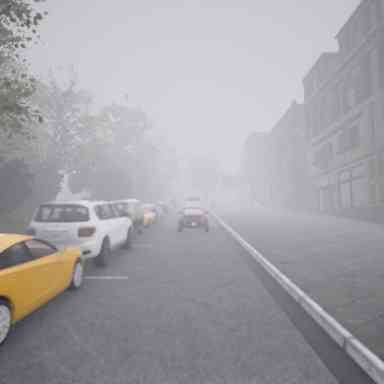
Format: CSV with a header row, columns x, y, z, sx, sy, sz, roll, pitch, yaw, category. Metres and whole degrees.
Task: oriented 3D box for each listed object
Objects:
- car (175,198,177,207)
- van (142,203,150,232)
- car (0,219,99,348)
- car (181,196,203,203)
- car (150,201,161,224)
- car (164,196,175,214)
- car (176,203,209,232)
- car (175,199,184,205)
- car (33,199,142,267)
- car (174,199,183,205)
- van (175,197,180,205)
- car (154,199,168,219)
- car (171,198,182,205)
x,y,z,sx,sy,sz,roll,pitch,yaw,category
-3.648,1.827,45.253,2.002,1.452,4.674,0,0,2,car
-3.648,1.365,17.523,1.878,1.987,4.442,0,0,2,van
-3.653,1.520,6.259,2.097,1.535,5.008,0,0,2,car
0.103,1.492,40.213,2.150,2.045,5.566,0,0,0,car
-3.644,1.626,23.160,1.946,1.575,5.366,0,0,2,car
-3.650,1.620,39.655,2.185,1.767,4.553,0,0,2,car
0.098,1.661,21.265,1.812,1.442,4.674,0,0,0,car
-3.633,2.869,95.330,2.097,1.535,5.008,0,-1,2,car
-3.652,1.304,11.865,2.435,2.045,5.566,0,0,2,car
-3.627,2.678,89.772,2.097,1.535,5.008,1,-2,2,car
-3.643,1.643,56.515,1.878,1.987,4.442,0,0,2,van
-3.650,1.666,28.539,2.097,1.535,5.008,0,0,2,car
-3.626,2.326,78.669,2.163,1.488,4.792,1,-2,2,car
